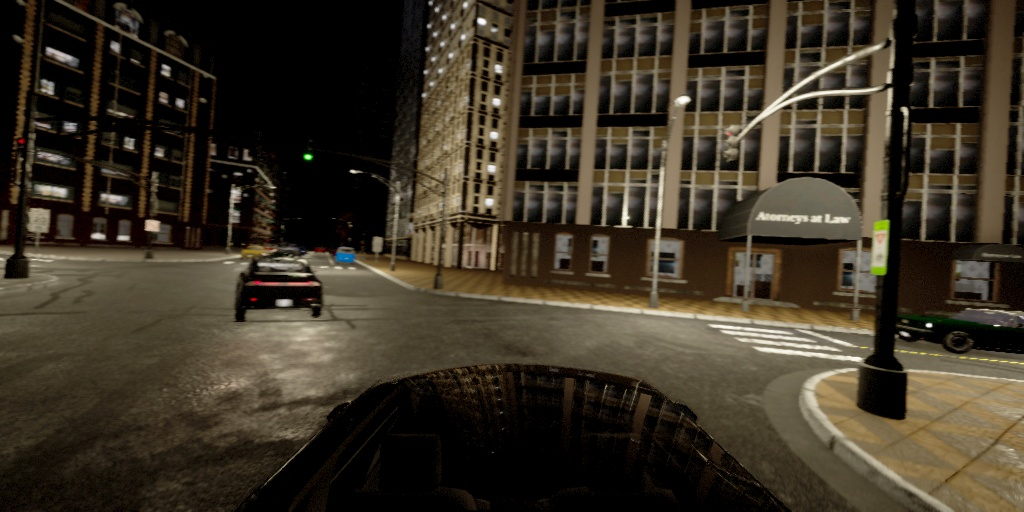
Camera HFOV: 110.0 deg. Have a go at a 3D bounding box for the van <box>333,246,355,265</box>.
[{"bbox_3d":[-17.774,-0.047,38.127,1.690,1.789,3.998,0,0,-28],"label":"van"}]

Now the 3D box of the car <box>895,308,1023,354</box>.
[{"bbox_3d":[14.483,2.269,10.765,4.718,1.301,1.895,4,-1,13],"label":"car"}]

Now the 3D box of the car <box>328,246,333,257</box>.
[{"bbox_3d":[-28.136,-0.482,57.760,1.888,1.381,4.507,0,0,-28],"label":"car"}]

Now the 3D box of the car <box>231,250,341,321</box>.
[{"bbox_3d":[-6.638,0.778,10.154,2.128,1.511,4.902,4,0,-37],"label":"car"}]

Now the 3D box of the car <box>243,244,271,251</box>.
[{"bbox_3d":[-24.642,-0.382,34.293,1.751,1.417,4.829,0,0,-28],"label":"car"}]

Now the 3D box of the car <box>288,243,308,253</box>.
[{"bbox_3d":[-31.163,-0.800,52.240,1.882,1.535,5.008,4,0,-28],"label":"car"}]

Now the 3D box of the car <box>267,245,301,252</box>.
[{"bbox_3d":[-22.049,-0.113,34.808,1.895,1.301,4.718,4,0,-26],"label":"car"}]

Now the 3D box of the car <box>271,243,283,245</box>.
[{"bbox_3d":[-29.903,-0.789,44.261,1.967,1.591,4.097,0,0,-28],"label":"car"}]

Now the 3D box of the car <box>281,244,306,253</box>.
[{"bbox_3d":[-26.566,-0.431,43.447,1.994,1.385,4.181,4,0,-28],"label":"car"}]

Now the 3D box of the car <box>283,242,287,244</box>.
[{"bbox_3d":[-32.493,-0.822,49.169,1.948,1.339,4.313,0,0,-28],"label":"car"}]
